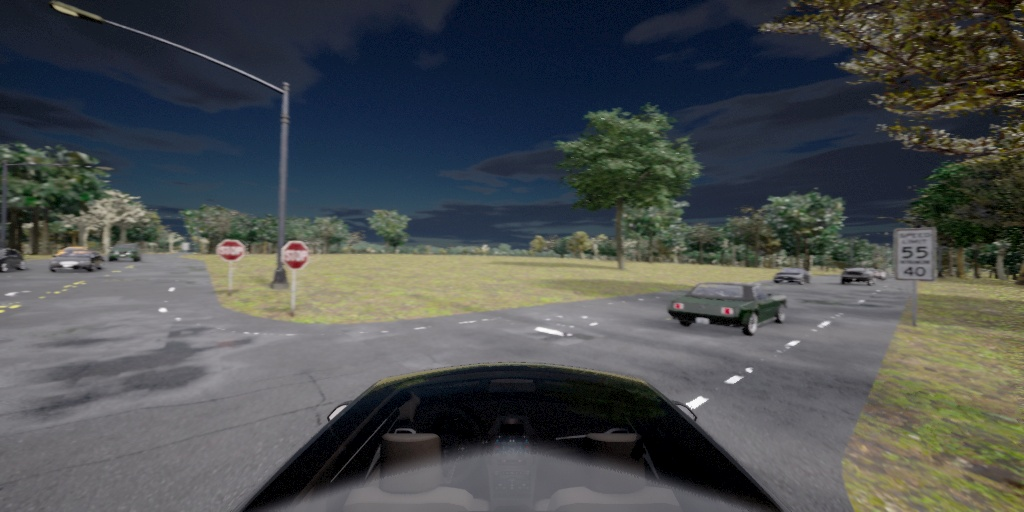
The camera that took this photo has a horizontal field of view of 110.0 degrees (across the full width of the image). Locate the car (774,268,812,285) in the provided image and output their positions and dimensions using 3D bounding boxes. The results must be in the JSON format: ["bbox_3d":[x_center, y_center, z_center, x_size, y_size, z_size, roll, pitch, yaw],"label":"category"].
[{"bbox_3d":[24.273,1.712,30.915,5.357,1.411,2.033,1,-1,-41],"label":"car"}]

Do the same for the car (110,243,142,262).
[{"bbox_3d":[-43.559,-0.436,40.507,2.150,2.045,5.566,2,0,-42],"label":"car"}]

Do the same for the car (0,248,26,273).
[{"bbox_3d":[-32.411,0.251,22.305,1.837,1.490,4.892,2,1,-41],"label":"car"}]

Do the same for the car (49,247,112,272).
[{"bbox_3d":[-29.910,0.307,24.761,2.128,1.511,4.902,2,1,-41],"label":"car"}]

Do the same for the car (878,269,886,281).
[{"bbox_3d":[40.397,2.051,40.164,4.718,1.301,1.895,2,-1,-41],"label":"car"}]

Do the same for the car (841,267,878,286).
[{"bbox_3d":[30.114,1.735,31.192,4.892,1.490,1.837,1,-1,-40],"label":"car"}]

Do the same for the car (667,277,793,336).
[{"bbox_3d":[6.638,1.429,10.798,4.718,1.301,1.895,1,-1,-41],"label":"car"}]
